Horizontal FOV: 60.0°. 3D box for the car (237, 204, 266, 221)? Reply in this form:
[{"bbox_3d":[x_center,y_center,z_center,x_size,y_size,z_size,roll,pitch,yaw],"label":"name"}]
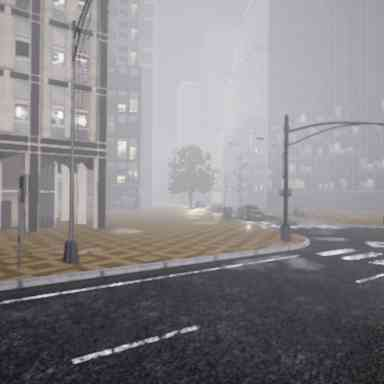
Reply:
[{"bbox_3d":[5.817,1.998,33.180,1.837,1.490,4.892,1,0,-7],"label":"car"}]

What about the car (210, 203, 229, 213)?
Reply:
[{"bbox_3d":[3.954,2.301,47.765,1.895,1.301,4.718,1,-1,-7],"label":"car"}]

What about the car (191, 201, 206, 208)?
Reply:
[{"bbox_3d":[1.597,2.508,66.911,1.812,1.442,4.674,1,-1,-7],"label":"car"}]
